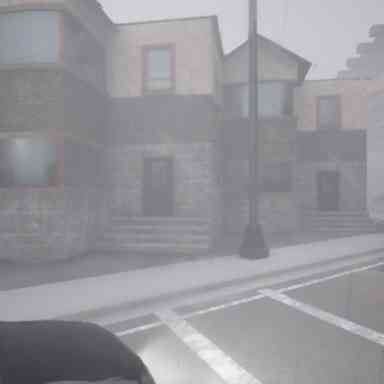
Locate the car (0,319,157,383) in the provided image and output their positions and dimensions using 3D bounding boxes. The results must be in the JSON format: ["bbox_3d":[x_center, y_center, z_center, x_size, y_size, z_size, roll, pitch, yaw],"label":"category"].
[{"bbox_3d":[-2.243,1.568,2.133,4.181,1.385,1.994,0,0,-35],"label":"car"}]

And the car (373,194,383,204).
[{"bbox_3d":[31.002,1.069,53.737,2.097,1.767,4.553,0,0,10],"label":"car"}]
